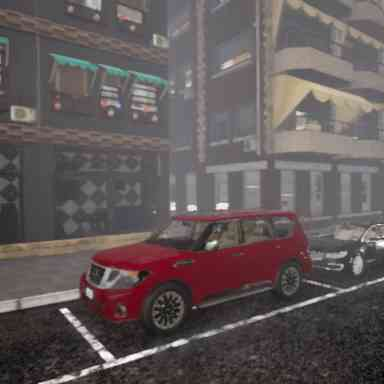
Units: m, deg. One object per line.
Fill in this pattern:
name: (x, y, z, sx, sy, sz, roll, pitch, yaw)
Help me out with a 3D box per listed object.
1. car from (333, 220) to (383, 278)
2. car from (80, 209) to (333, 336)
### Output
car: (4.943, 1.566, 10.112, 4.403, 1.369, 2.008, 0, -1, -36)
car: (0.392, 1.321, 6.846, 5.009, 1.841, 2.192, 0, -1, -36)
